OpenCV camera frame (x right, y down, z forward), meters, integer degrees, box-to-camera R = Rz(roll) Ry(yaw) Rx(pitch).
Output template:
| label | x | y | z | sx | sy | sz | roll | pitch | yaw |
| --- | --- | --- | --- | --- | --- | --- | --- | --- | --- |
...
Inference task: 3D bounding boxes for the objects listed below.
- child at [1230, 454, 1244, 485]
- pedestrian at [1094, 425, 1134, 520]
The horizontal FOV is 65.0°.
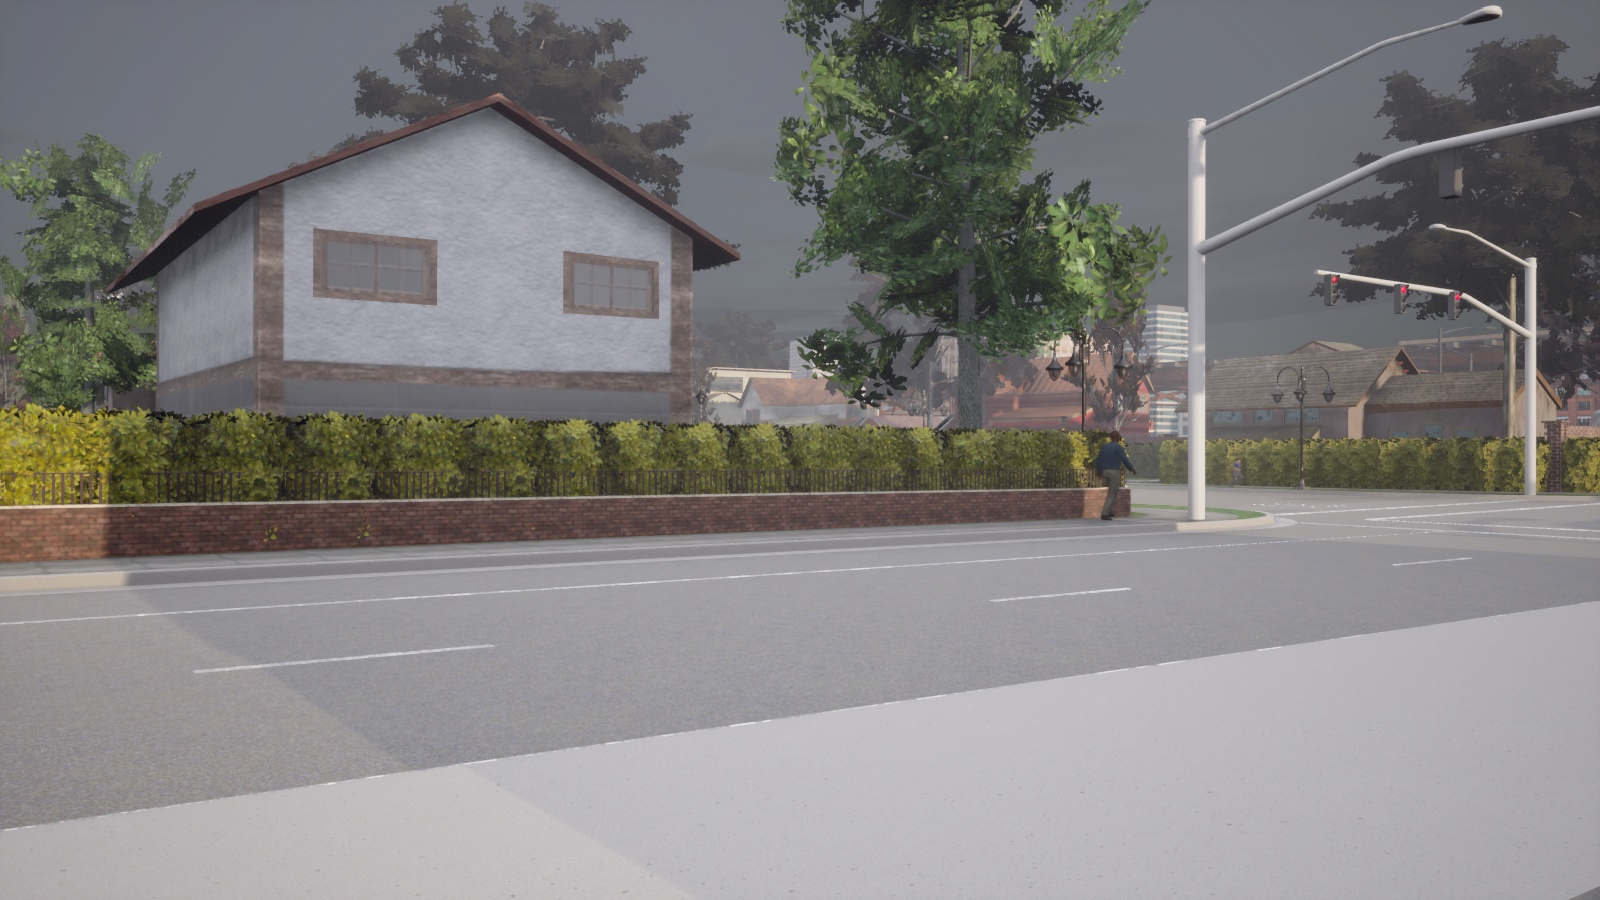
| label | x | y | z | sx | sy | sz | roll | pitch | yaw |
| --- | --- | --- | --- | --- | --- | --- | --- | --- | --- |
| child | 17.816 | 0.777 | 51.191 | 0.270 | 1.263 | 0.437 | 0 | 0 | -34 |
| pedestrian | 6.204 | 0.438 | 24.824 | 0.726 | 1.835 | 0.370 | 0 | 0 | -34 |
